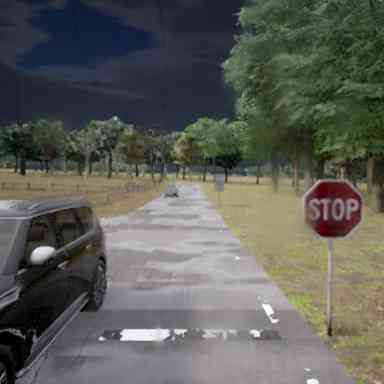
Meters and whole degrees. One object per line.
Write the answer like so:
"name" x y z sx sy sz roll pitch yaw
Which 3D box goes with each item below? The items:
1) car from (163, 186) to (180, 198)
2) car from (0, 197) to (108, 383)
"car" -2.658 0.042 43.810 1.837 1.490 4.892 0 3 0
"car" -2.740 1.150 4.496 2.150 2.045 5.566 0 1 0
